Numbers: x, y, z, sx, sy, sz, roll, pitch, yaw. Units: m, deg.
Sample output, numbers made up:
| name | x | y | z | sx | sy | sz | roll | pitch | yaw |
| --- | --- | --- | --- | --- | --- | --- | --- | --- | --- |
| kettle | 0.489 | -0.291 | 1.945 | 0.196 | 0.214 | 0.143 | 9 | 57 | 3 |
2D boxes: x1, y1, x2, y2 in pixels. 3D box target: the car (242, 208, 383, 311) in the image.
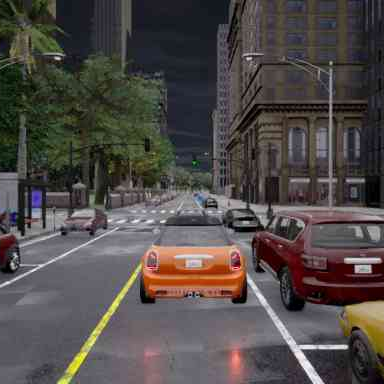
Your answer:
| name | x | y | z | sx | sy | sz | roll | pitch | yaw |
| --- | --- | --- | --- | --- | --- | --- | --- | --- | --- |
| car | 2.724 | 1.314 | 7.705 | 2.192 | 1.841 | 5.009 | 0 | 0 | 0 |

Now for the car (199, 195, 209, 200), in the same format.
| name | x | y | z | sx | sy | sz | roll | pitch | yaw |
| --- | --- | --- | --- | --- | --- | --- | --- | --- | --- |
| car | 2.501 | 1.540 | 50.412 | 1.947 | 1.339 | 4.313 | 0 | 0 | 0 |

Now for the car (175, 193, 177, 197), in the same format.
| name | x | y | z | sx | sy | sz | roll | pitch | yaw |
| --- | --- | --- | --- | --- | --- | --- | --- | --- | --- |
| car | -6.252 | 1.232 | 93.749 | 2.192 | 1.841 | 5.009 | 0 | 0 | 0 |

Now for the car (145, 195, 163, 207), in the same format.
| name | x | y | z | sx | sy | sz | roll | pitch | yaw |
| --- | --- | --- | --- | --- | --- | --- | --- | --- | --- |
| car | -6.024 | 1.525 | 50.387 | 2.008 | 1.369 | 4.403 | 0 | 0 | 0 |

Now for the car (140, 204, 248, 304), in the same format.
| name | x | y | z | sx | sy | sz | roll | pitch | yaw |
| --- | --- | --- | --- | --- | --- | --- | --- | --- | --- |
| car | 0.033 | 1.351 | 8.326 | 2.097 | 1.767 | 4.553 | 0 | 0 | 0 |

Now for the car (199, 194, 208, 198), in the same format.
| name | x | y | z | sx | sy | sz | roll | pitch | yaw |
| --- | --- | --- | --- | --- | --- | --- | --- | --- | --- |
| car | 2.472 | 1.495 | 56.002 | 1.752 | 1.417 | 4.829 | 0 | 0 | 0 |

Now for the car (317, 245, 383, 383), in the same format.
| name | x | y | z | sx | sy | sz | roll | pitch | yaw |
| --- | --- | --- | --- | --- | --- | --- | --- | --- | --- |
| car | 2.753 | 1.525 | 2.450 | 1.752 | 1.417 | 4.829 | 0 | 0 | 0 |

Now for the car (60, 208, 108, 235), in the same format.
| name | x | y | z | sx | sy | sz | roll | pitch | yaw |
| --- | --- | --- | --- | --- | --- | --- | --- | --- | --- |
| car | -5.857 | 1.577 | 18.528 | 1.802 | 1.307 | 4.206 | 0 | 0 | 0 |

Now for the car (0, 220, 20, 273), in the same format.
| name | x | y | z | sx | sy | sz | roll | pitch | yaw |
| --- | --- | --- | --- | --- | --- | --- | --- | --- | --- |
| car | -5.801 | 1.439 | 7.676 | 1.967 | 1.590 | 4.097 | 0 | 0 | 0 |

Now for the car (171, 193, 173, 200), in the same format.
| name | x | y | z | sx | sy | sz | roll | pitch | yaw |
| --- | --- | --- | --- | --- | --- | --- | --- | --- | --- |
| car | -6.167 | 1.258 | 77.488 | 2.192 | 1.841 | 5.009 | 0 | 0 | 0 |

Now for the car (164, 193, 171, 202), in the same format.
| name | x | y | z | sx | sy | sz | roll | pitch | yaw |
| --- | --- | --- | --- | --- | --- | --- | --- | --- | --- |
| car | -6.138 | 1.391 | 72.068 | 1.967 | 1.590 | 4.097 | 0 | 0 | 0 |

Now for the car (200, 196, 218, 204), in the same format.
| name | x | y | z | sx | sy | sz | roll | pitch | yaw |
| --- | --- | --- | --- | --- | --- | --- | --- | --- | --- |
| car | 2.530 | 1.544 | 44.992 | 1.947 | 1.339 | 4.313 | 0 | 0 | 0 |

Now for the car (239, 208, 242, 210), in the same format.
| name | x | y | z | sx | sy | sz | roll | pitch | yaw |
| --- | --- | --- | --- | --- | --- | --- | --- | --- | --- |
| car | 2.668 | 1.561 | 18.555 | 1.947 | 1.339 | 4.313 | 0 | 0 | 0 |

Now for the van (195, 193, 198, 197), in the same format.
| name | x | y | z | sx | sy | sz | roll | pitch | yaw |
| --- | --- | --- | --- | --- | --- | --- | --- | --- | --- |
| van | 2.330 | 1.276 | 82.934 | 1.690 | 1.788 | 3.998 | 0 | 0 | 0 |

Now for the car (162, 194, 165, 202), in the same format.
| name | x | y | z | sx | sy | sz | roll | pitch | yaw |
| --- | --- | --- | --- | --- | --- | --- | --- | --- | --- |
| car | -6.053 | 1.410 | 55.807 | 1.967 | 1.590 | 4.097 | 0 | 0 | 0 |

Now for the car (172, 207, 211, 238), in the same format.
| name | x | y | z | sx | sy | sz | roll | pitch | yaw |
| --- | --- | --- | --- | --- | --- | --- | --- | --- | --- |
| car | -0.029 | 1.596 | 18.600 | 1.895 | 1.301 | 4.718 | 0 | 0 | 0 |
